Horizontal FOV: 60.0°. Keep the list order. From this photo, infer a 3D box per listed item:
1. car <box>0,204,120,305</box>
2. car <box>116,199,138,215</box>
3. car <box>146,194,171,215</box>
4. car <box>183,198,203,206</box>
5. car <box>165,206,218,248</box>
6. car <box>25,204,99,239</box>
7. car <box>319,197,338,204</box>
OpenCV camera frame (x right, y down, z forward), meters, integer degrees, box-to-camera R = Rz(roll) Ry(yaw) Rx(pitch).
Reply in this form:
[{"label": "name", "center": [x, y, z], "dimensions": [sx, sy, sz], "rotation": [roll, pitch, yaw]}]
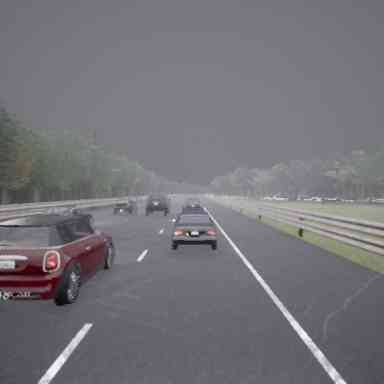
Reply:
[{"label": "car", "center": [-3.400, 1.356, 8.241], "dimensions": [2.097, 1.767, 4.553], "rotation": [0, 0, 0]}, {"label": "car", "center": [-6.897, 1.527, 34.927], "dimensions": [1.837, 1.490, 4.892], "rotation": [0, 0, 0]}, {"label": "car", "center": [-3.398, 1.255, 34.081], "dimensions": [2.150, 2.045, 5.566], "rotation": [0, 0, 0]}, {"label": "car", "center": [0.102, 1.386, 34.579], "dimensions": [2.097, 1.767, 4.553], "rotation": [0, 0, 0]}, {"label": "car", "center": [0.102, 1.556, 14.706], "dimensions": [2.033, 1.411, 5.357], "rotation": [0, 0, 0]}, {"label": "car", "center": [-6.900, 1.504, 18.347], "dimensions": [2.128, 1.511, 4.902], "rotation": [0, 0, 0]}, {"label": "car", "center": [30.940, 1.849, 75.348], "dimensions": [1.837, 1.490, 4.892], "rotation": [0, 0, -29]}]
